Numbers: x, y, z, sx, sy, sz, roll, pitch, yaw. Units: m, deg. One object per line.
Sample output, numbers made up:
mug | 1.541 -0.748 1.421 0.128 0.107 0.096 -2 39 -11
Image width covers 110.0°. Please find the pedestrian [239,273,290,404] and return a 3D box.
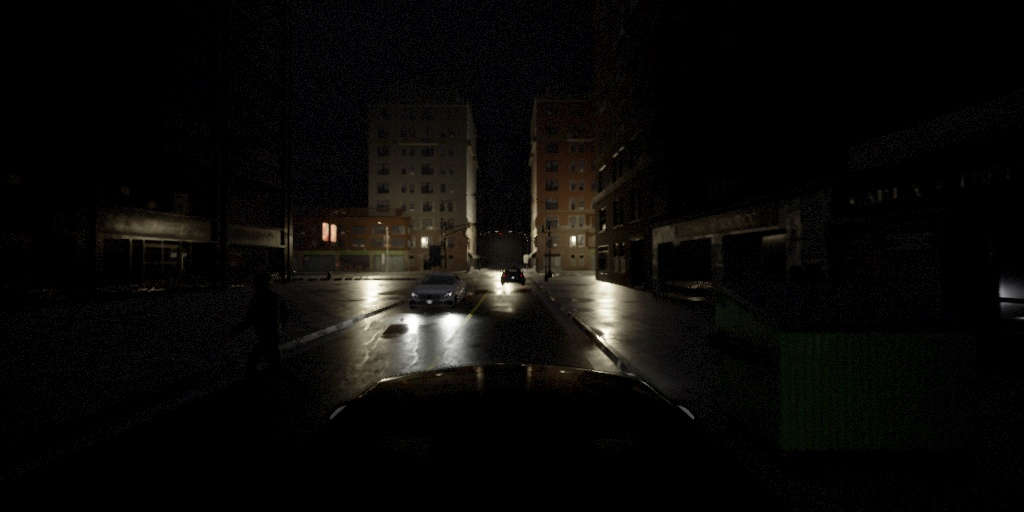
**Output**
pedestrian | -3.339 1.084 4.862 0.375 1.860 0.375 0 -1 -10

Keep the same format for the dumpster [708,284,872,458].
dumpster | 3.134 1.182 4.625 1.020 1.700 1.940 0 0 0

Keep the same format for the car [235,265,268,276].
car | -30.140 1.871 42.850 5.008 1.535 1.882 0 -1 0

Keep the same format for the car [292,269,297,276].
car | -30.406 1.928 46.099 4.902 1.511 2.128 0 -1 0

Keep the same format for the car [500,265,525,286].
car | 0.078 1.679 29.676 1.994 1.385 4.181 0 -1 0

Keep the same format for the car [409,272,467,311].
car | -3.102 1.459 15.798 1.812 1.442 4.674 0 0 0
